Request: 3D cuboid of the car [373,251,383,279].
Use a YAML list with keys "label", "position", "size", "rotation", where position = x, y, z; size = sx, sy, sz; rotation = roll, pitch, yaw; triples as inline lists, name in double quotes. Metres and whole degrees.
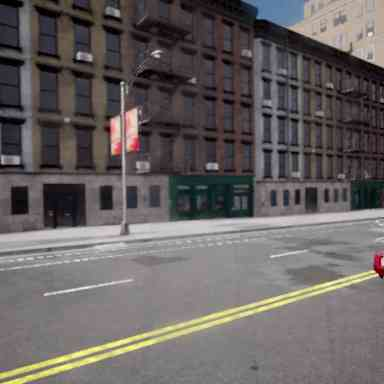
- label: "car"
  position: [6.492, 1.590, 8.120]
  size: [4.718, 1.301, 1.895]
  rotation: [0, 0, -35]
